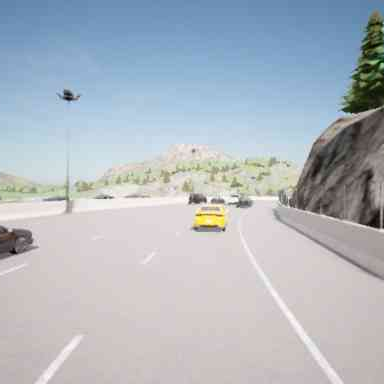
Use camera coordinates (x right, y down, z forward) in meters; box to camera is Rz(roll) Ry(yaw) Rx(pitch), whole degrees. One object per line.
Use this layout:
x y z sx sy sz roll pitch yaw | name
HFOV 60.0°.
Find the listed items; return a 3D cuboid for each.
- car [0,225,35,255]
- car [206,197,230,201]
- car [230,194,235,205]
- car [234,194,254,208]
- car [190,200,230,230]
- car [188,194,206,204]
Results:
-6.967 1.463 9.951 2.033 1.411 5.357 1 0 5 | car
4.985 1.650 63.405 2.128 1.511 4.902 1 0 22 | car
8.689 1.433 63.541 2.150 2.045 5.566 0 0 23 | car
8.596 1.546 53.008 2.097 1.767 4.553 1 0 19 | car
1.297 1.526 21.464 1.882 1.535 5.008 0 0 8 | car
1.166 1.326 63.608 2.150 2.045 5.566 0 0 22 | car
